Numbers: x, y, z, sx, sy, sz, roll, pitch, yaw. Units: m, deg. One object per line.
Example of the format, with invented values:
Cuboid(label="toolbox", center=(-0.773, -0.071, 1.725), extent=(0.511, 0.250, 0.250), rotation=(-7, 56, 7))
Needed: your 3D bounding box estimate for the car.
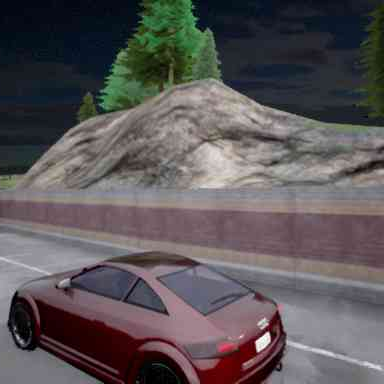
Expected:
Cuboid(label="car", center=(-0.837, 1.577, 4.772), extent=(4.181, 1.385, 1.994), rotation=(0, 0, 37))
